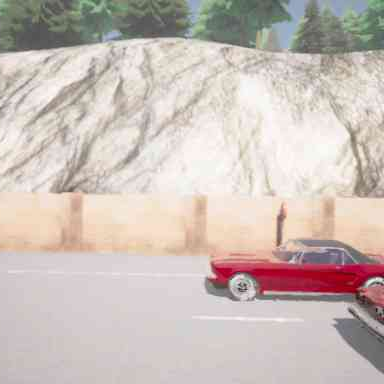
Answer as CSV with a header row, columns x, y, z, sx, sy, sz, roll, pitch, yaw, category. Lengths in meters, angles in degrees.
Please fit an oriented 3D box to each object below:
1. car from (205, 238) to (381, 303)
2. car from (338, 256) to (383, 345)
x,y,z,sx,sy,sz,roll,pitch,yaw,category
2.672,1.817,8.118,4.718,1.301,1.895,1,-1,2,car
4.810,1.770,4.540,4.718,1.301,1.895,1,-1,2,car
